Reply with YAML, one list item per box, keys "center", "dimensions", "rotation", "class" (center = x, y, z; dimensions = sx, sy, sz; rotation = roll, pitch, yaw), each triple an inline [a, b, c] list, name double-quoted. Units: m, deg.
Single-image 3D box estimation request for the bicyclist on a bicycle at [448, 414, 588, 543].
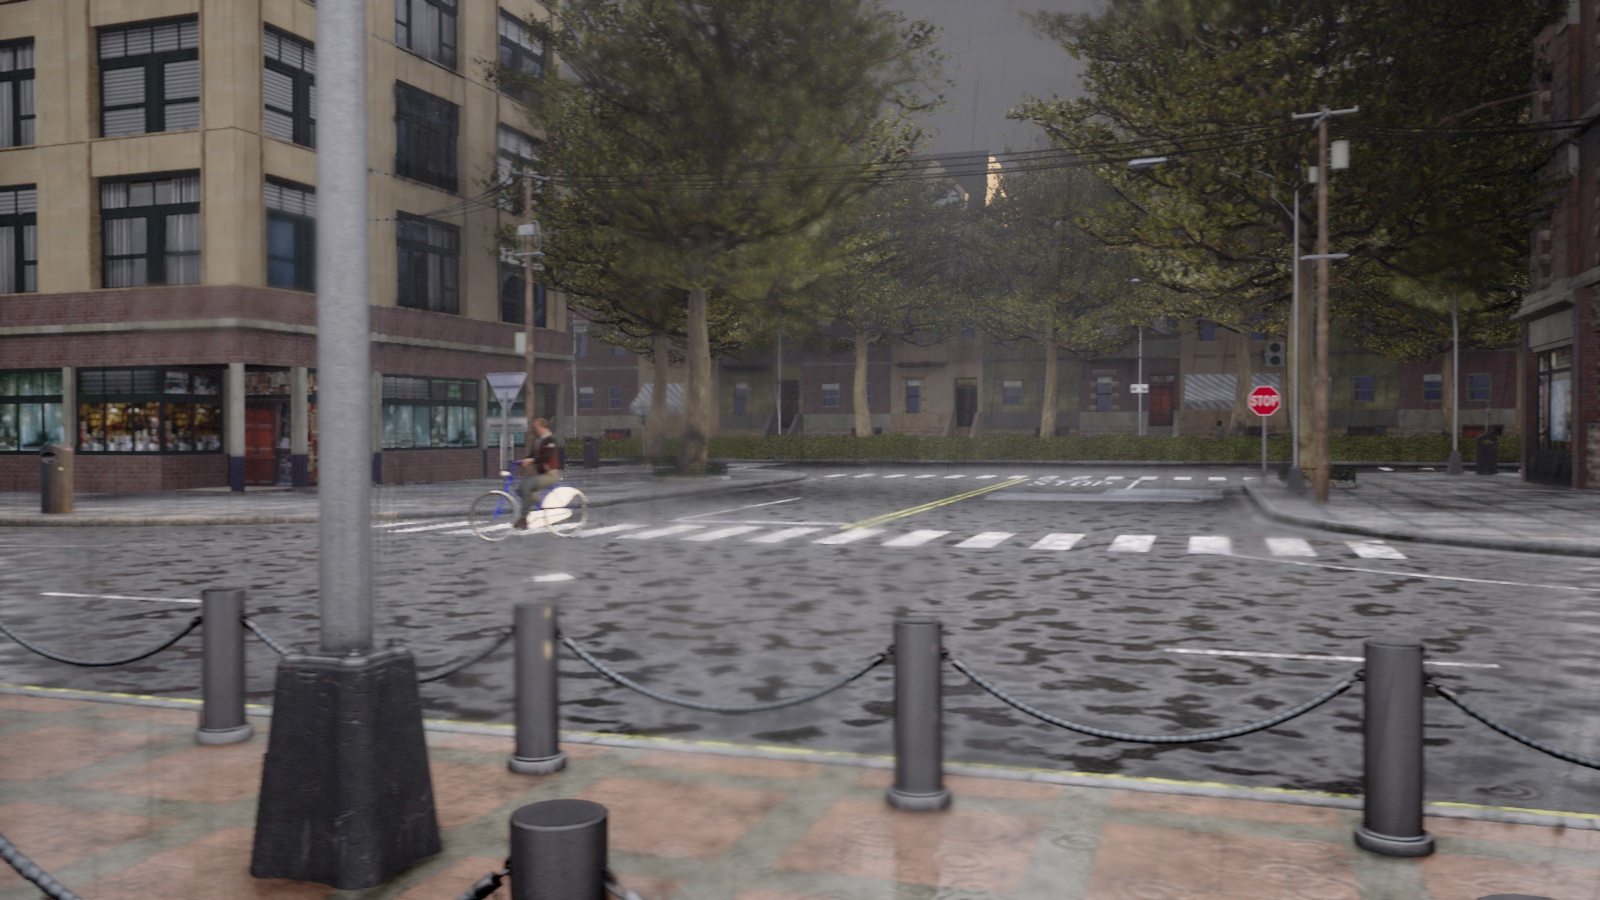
- center: [-4.030, 0.393, 18.040]
  dimensions: [1.843, 1.776, 0.659]
  rotation: [0, 0, -38]
  class: "bicyclist on a bicycle"
